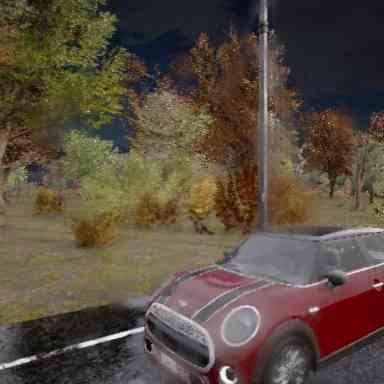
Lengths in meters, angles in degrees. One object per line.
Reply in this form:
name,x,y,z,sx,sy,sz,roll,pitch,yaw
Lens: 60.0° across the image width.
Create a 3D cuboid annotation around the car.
car,1.560,1.351,5.106,4.553,1.767,2.097,0,0,-36
